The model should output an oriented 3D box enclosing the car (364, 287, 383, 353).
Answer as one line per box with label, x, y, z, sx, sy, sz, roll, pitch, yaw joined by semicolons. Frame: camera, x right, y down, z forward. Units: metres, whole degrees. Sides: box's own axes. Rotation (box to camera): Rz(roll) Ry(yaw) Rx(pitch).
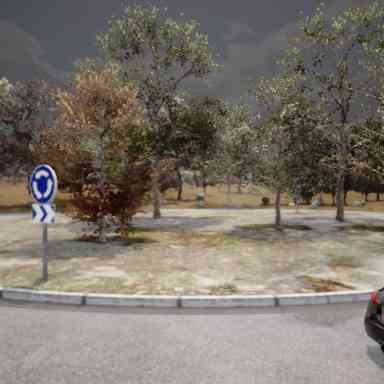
car;4.552;1.569;4.492;4.181;1.385;1.994;0;0;-17
